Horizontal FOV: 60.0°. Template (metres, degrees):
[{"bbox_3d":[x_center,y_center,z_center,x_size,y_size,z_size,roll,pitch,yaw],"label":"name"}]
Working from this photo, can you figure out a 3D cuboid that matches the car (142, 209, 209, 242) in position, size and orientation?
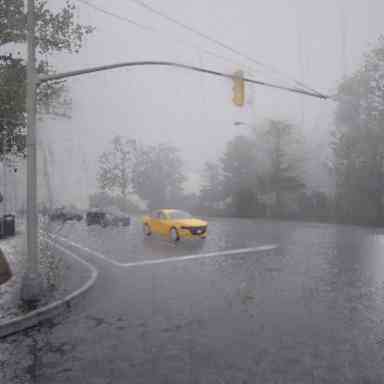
[{"bbox_3d":[-1.019,1.706,18.237,1.882,1.535,5.008,0,-1,-34],"label":"car"}]

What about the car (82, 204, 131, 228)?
[{"bbox_3d":[-6.657,1.824,26.262,2.097,1.767,4.553,0,-2,-37],"label":"car"}]

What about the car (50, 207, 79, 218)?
[{"bbox_3d":[-16.723,2.639,43.503,1.994,1.385,4.181,0,-2,-45],"label":"car"}]

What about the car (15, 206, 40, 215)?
[{"bbox_3d":[-29.187,3.182,58.858,4.892,1.490,1.837,-2,-1,36],"label":"car"}]

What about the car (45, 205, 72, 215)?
[{"bbox_3d":[-21.061,2.835,52.296,5.008,1.535,1.882,-2,-2,41],"label":"car"}]

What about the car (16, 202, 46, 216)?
[{"bbox_3d":[-24.021,2.607,50.284,5.566,2.045,2.150,-2,-2,41],"label":"car"}]

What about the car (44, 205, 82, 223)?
[{"bbox_3d":[-13.053,2.336,34.250,2.033,1.411,5.357,0,-2,-42],"label":"car"}]
